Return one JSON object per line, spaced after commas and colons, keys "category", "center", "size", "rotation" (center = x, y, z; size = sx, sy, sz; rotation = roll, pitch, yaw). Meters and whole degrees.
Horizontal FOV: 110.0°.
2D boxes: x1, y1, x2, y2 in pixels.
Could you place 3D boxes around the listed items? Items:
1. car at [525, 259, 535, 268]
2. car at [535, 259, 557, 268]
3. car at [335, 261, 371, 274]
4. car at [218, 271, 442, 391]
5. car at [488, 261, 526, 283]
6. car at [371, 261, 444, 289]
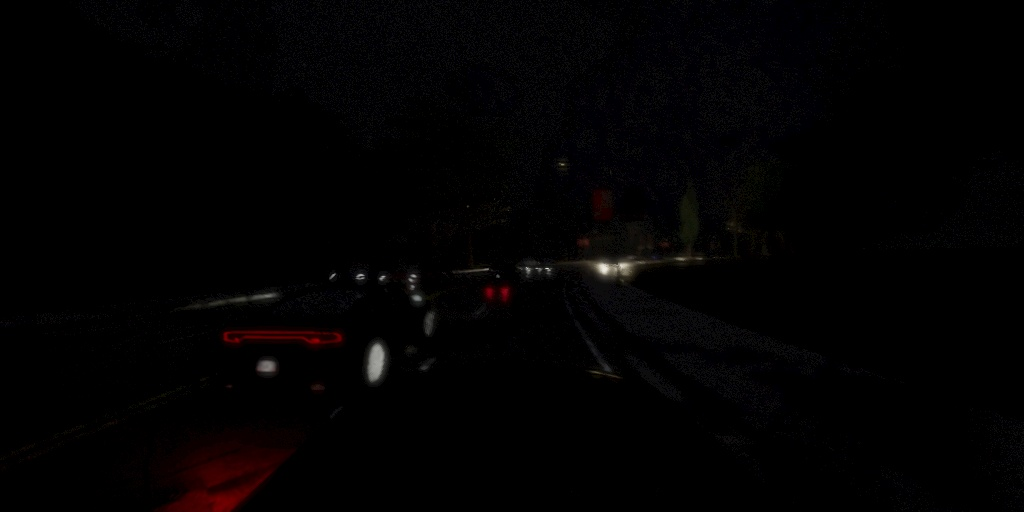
{"category": "car", "center": [2.757, 1.242, 60.155], "size": [1.812, 1.442, 4.674], "rotation": [0, 0, 24]}
{"category": "car", "center": [6.003, 1.194, 59.424], "size": [1.837, 1.490, 4.892], "rotation": [-1, 0, 25]}
{"category": "car", "center": [-8.414, 1.103, 20.703], "size": [2.097, 1.767, 4.553], "rotation": [0, 0, 8]}
{"category": "car", "center": [-2.945, 1.223, 6.934], "size": [1.882, 1.535, 5.008], "rotation": [0, 0, 2]}
{"category": "car", "center": [-0.501, 1.244, 27.672], "size": [2.128, 1.511, 4.902], "rotation": [0, 0, 11]}
{"category": "car", "center": [-5.320, 1.104, 19.426], "size": [2.097, 1.767, 4.553], "rotation": [0, 0, 8]}
